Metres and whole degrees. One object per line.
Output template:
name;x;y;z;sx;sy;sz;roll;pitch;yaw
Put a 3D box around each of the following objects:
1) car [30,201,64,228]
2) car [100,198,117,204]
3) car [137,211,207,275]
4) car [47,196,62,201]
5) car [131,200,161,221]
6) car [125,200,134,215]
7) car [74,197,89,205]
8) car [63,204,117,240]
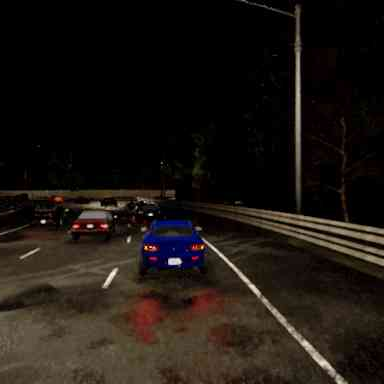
car;-9.773;1.593;23.024;1.837;1.490;4.892;0;0;-13
car;-12.938;1.671;51.462;1.837;1.490;4.892;0;0;-27
car;-0.635;1.553;10.498;1.812;1.442;4.674;0;0;-5
car;-32.636;1.653;78.896;2.097;1.767;4.553;0;0;-44
car;-3.504;1.639;26.462;1.994;1.385;4.181;0;0;-13
car;-6.062;1.597;35.790;2.128;1.511;4.902;0;0;-18
car;-22.132;1.742;66.399;2.128;1.511;4.902;0;0;-37
car;-5.057;1.606;17.563;2.033;1.411;5.357;0;0;-10
